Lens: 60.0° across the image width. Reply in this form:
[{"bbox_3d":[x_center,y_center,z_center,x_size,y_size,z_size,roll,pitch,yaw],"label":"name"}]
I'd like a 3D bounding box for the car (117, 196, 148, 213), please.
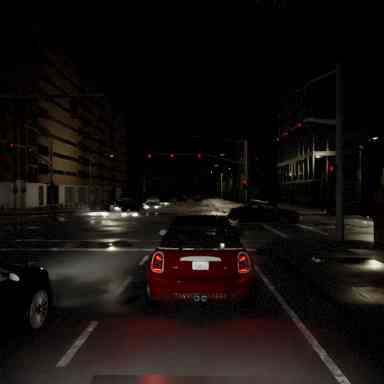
[{"bbox_3d":[-6.722,1.551,38.051,2.033,1.411,5.357,0,0,1],"label":"car"}]

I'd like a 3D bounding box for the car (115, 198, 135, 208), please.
[{"bbox_3d":[-10.025,1.601,50.195,1.895,1.301,4.718,0,0,1],"label":"car"}]

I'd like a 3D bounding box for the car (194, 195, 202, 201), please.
[{"bbox_3d":[1.576,1.478,84.013,1.882,1.535,5.008,0,0,2],"label":"car"}]

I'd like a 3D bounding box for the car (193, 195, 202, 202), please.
[{"bbox_3d":[1.271,1.478,73.859,1.882,1.535,5.008,0,0,2],"label":"car"}]

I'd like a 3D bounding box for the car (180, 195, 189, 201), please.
[{"bbox_3d":[-1.927,1.540,83.967,2.033,1.411,5.357,0,0,2],"label":"car"}]

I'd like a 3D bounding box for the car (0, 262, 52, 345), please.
[{"bbox_3d":[-3.395,1.492,3.911,2.128,1.511,4.902,0,0,1],"label":"car"}]

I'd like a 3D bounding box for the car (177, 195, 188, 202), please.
[{"bbox_3d":[-2.228,1.524,73.881,2.128,1.511,4.902,0,0,2],"label":"car"}]

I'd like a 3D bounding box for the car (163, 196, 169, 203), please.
[{"bbox_3d":[-5.877,1.558,69.104,1.994,1.385,4.181,0,0,2],"label":"car"}]

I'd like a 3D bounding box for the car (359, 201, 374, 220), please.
[{"bbox_3d":[16.702,1.603,26.497,5.357,1.411,2.033,0,0,1],"label":"car"}]

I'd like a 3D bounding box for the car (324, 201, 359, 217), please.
[{"bbox_3d":[14.516,1.547,30.045,4.902,1.511,2.128,0,0,1],"label":"car"}]

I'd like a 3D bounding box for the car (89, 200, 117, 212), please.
[{"bbox_3d":[-10.218,1.566,37.996,1.994,1.385,4.181,0,0,0],"label":"car"}]

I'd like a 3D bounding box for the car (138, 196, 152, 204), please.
[{"bbox_3d":[-9.447,1.564,67.294,1.994,1.385,4.181,0,0,2],"label":"car"}]

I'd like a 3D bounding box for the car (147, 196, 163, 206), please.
[{"bbox_3d":[-6.389,1.525,54.963,1.812,1.442,4.674,0,0,2],"label":"car"}]

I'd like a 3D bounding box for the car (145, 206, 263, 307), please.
[{"bbox_3d":[0.223,1.352,8.139,2.097,1.767,4.553,0,0,2],"label":"car"}]

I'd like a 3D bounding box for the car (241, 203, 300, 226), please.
[{"bbox_3d":[4.985,1.534,23.354,4.902,1.511,2.128,1,1,13],"label":"car"}]
